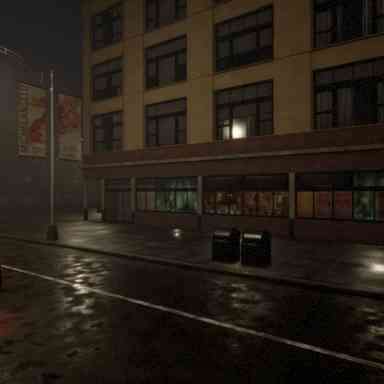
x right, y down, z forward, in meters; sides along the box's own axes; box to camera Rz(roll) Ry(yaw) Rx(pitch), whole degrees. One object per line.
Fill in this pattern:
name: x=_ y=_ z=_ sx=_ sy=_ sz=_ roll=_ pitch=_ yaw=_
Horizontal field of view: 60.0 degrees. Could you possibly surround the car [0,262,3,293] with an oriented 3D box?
car: x=-5.825 y=1.564 z=7.717 sx=1.994 sy=1.385 sz=4.181 roll=0 pitch=0 yaw=-40
